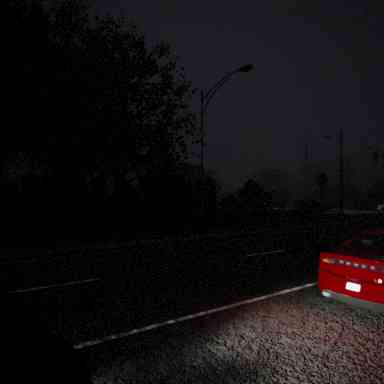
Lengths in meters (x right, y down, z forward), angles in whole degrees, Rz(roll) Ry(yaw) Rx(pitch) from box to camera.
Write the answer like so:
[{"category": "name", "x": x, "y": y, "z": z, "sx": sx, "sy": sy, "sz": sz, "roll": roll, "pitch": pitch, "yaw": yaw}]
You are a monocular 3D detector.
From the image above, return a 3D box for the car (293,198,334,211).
[{"category": "car", "x": 14.476, "y": 1.478, "z": 39.839, "sx": 1.882, "sy": 1.535, "sz": 5.008, "roll": 0, "pitch": 0, "yaw": -33}]

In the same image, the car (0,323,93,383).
[{"category": "car", "x": -2.969, "y": 1.492, "z": 1.636, "sx": 4.902, "sy": 1.511, "sz": 2.128, "roll": 0, "pitch": 0, "yaw": -35}]

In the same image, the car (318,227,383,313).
[{"category": "car", "x": 4.783, "y": 1.478, "z": 7.136, "sx": 5.008, "sy": 1.535, "sz": 1.882, "roll": 0, "pitch": 0, "yaw": -35}]

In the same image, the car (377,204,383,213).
[{"category": "car", "x": 22.059, "y": 1.601, "z": 34.727, "sx": 1.895, "sy": 1.301, "sz": 4.718, "roll": 0, "pitch": 0, "yaw": -32}]

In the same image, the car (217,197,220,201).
[{"category": "car", "x": 3.925, "y": 1.455, "z": 56.649, "sx": 1.812, "sy": 1.442, "sz": 4.674, "roll": 0, "pitch": 1, "yaw": -32}]
